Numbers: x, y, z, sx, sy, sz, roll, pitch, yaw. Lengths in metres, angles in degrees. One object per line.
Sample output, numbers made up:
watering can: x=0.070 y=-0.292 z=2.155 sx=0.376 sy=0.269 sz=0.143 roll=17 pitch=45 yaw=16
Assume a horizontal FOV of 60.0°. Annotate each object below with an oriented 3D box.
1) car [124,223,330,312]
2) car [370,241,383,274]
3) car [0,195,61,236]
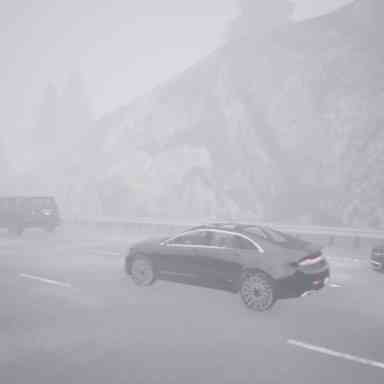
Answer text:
car: x=0.555 y=1.476 z=7.706 sx=4.902 sy=1.511 sz=2.128 roll=0 pitch=0 yaw=34
car: x=6.841 y=1.482 z=7.601 sx=4.892 sy=1.490 sz=1.837 roll=0 pitch=0 yaw=36
car: x=-9.667 y=1.199 z=18.351 sx=5.566 sy=2.045 sz=2.150 roll=0 pitch=0 yaw=31
